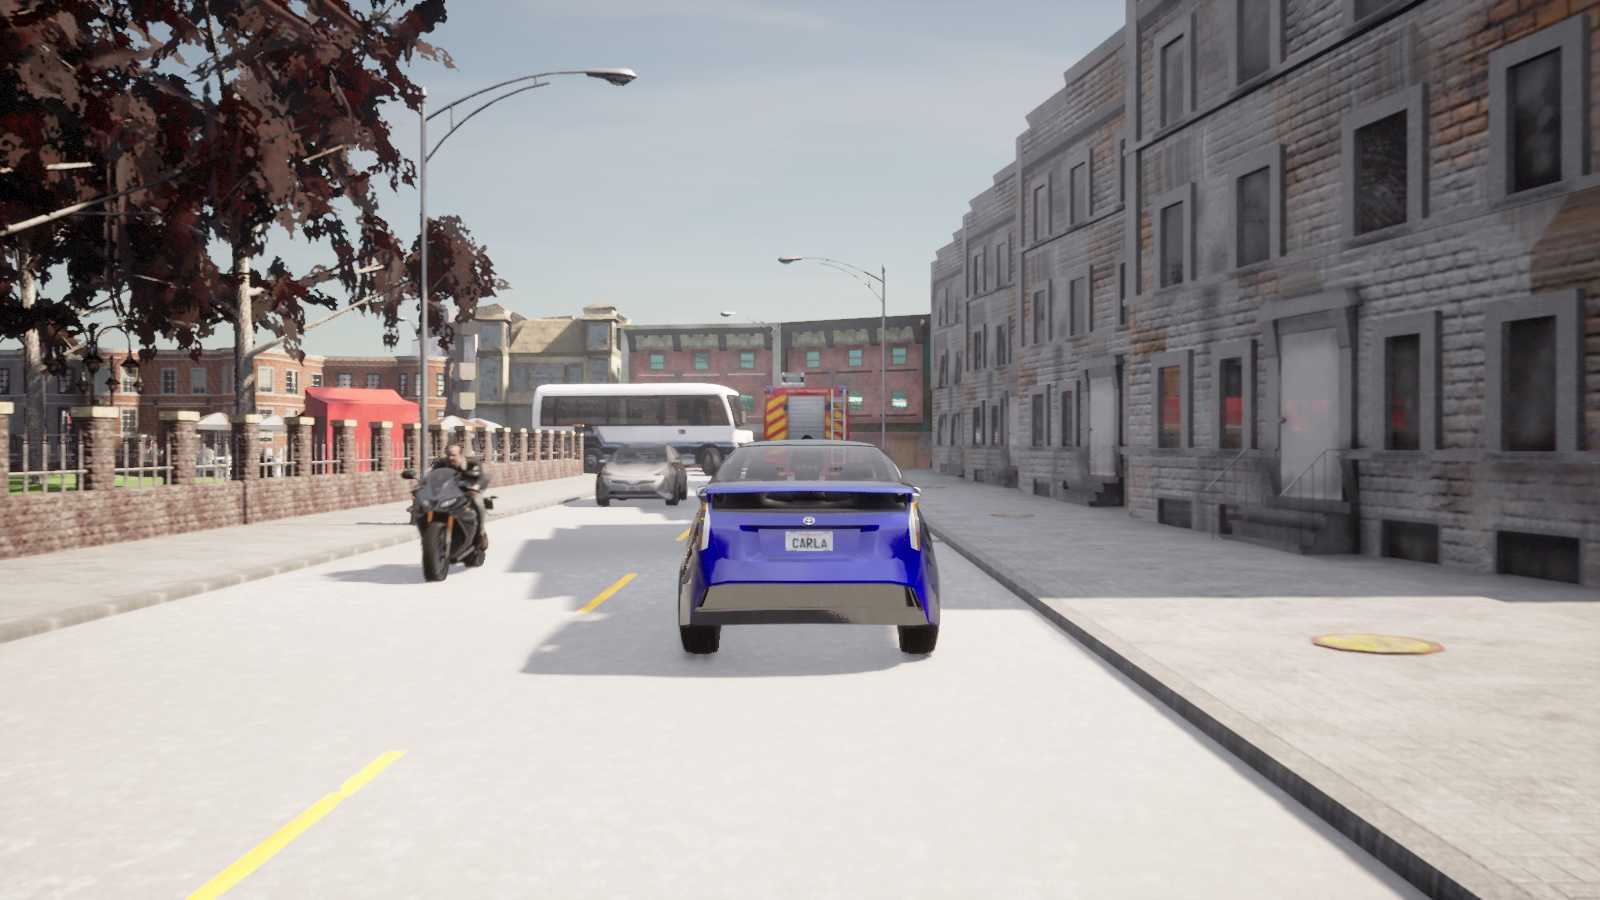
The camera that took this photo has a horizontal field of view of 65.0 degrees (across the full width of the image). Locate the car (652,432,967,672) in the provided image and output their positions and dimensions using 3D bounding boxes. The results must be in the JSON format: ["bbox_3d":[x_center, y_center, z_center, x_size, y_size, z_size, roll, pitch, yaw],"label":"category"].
[{"bbox_3d":[0.070,0.636,10.253,2.007,1.525,4.514,0,0,0],"label":"car"}]

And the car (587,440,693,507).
[{"bbox_3d":[-3.840,0.516,30.934,2.007,1.525,4.514,0,0,0],"label":"car"}]

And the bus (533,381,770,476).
[{"bbox_3d":[-6.818,-0.964,58.554,10.273,4.253,3.944,0,0,9],"label":"bus"}]

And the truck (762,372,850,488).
[{"bbox_3d":[0.224,-0.675,45.518,2.891,3.827,8.468,0,0,0],"label":"truck"}]

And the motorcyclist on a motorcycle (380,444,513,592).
[{"bbox_3d":[-3.913,0.699,14.113,0.866,1.530,2.191,0,0,0],"label":"motorcyclist on a motorcycle"}]
